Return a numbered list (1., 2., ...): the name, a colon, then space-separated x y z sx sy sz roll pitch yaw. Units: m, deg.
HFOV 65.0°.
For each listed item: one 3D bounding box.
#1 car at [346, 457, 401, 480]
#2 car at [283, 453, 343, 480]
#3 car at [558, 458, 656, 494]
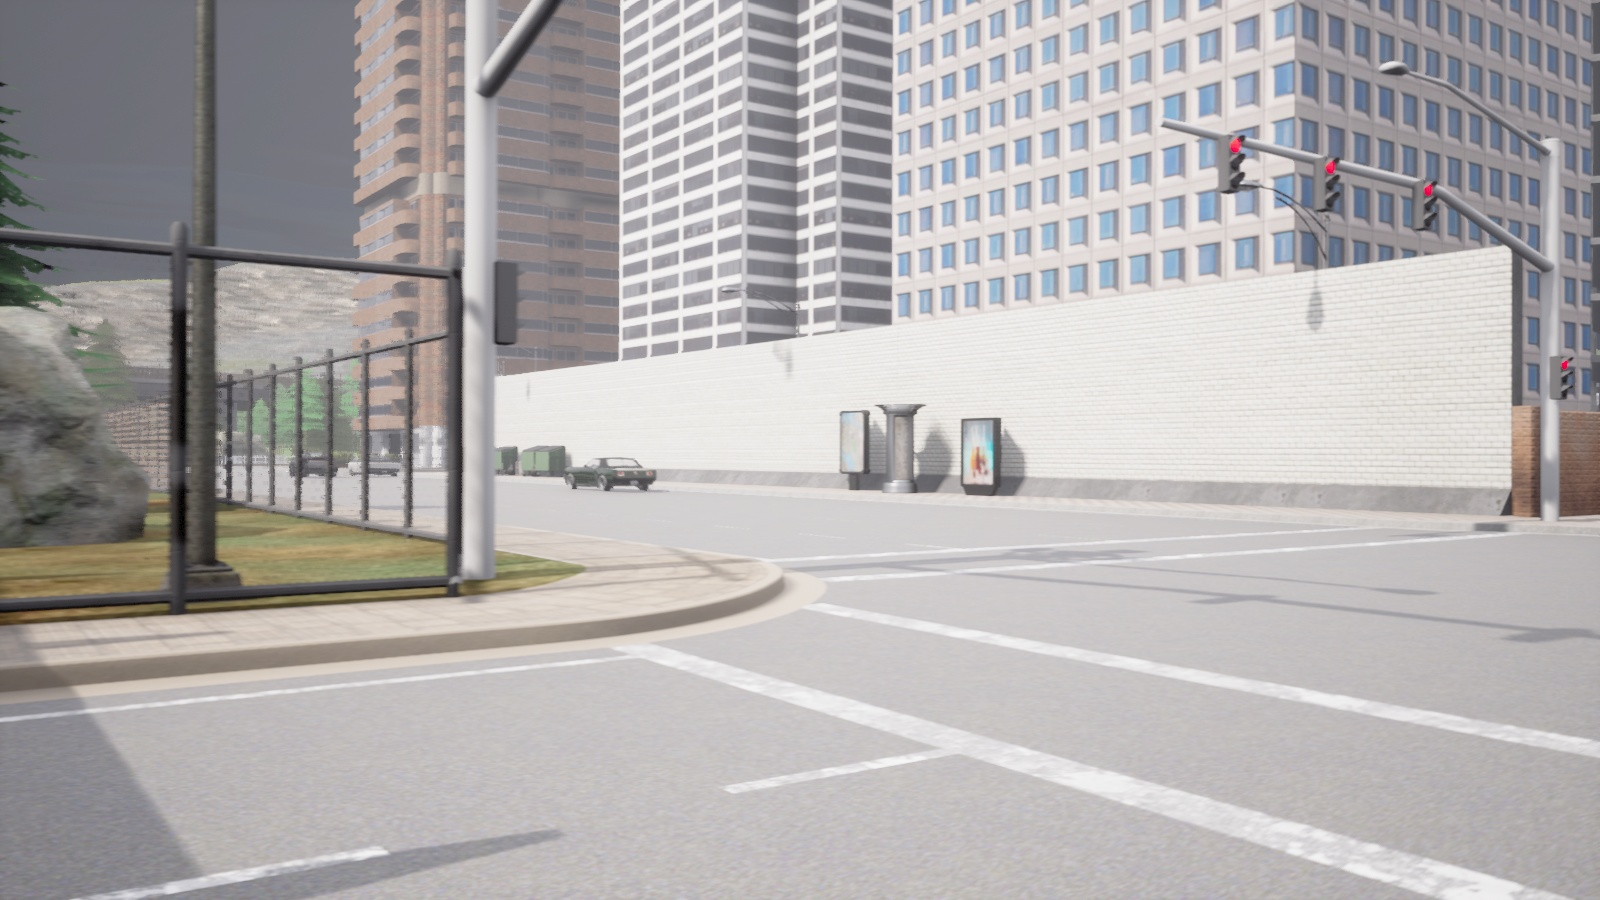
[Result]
1. car: -25.315 1.062 74.420 1.895 1.301 4.718 0 0 -35
2. car: -27.988 0.912 72.133 2.128 1.511 4.902 0 0 -35
3. car: -7.532 0.962 48.726 1.895 1.301 4.718 0 0 -35
